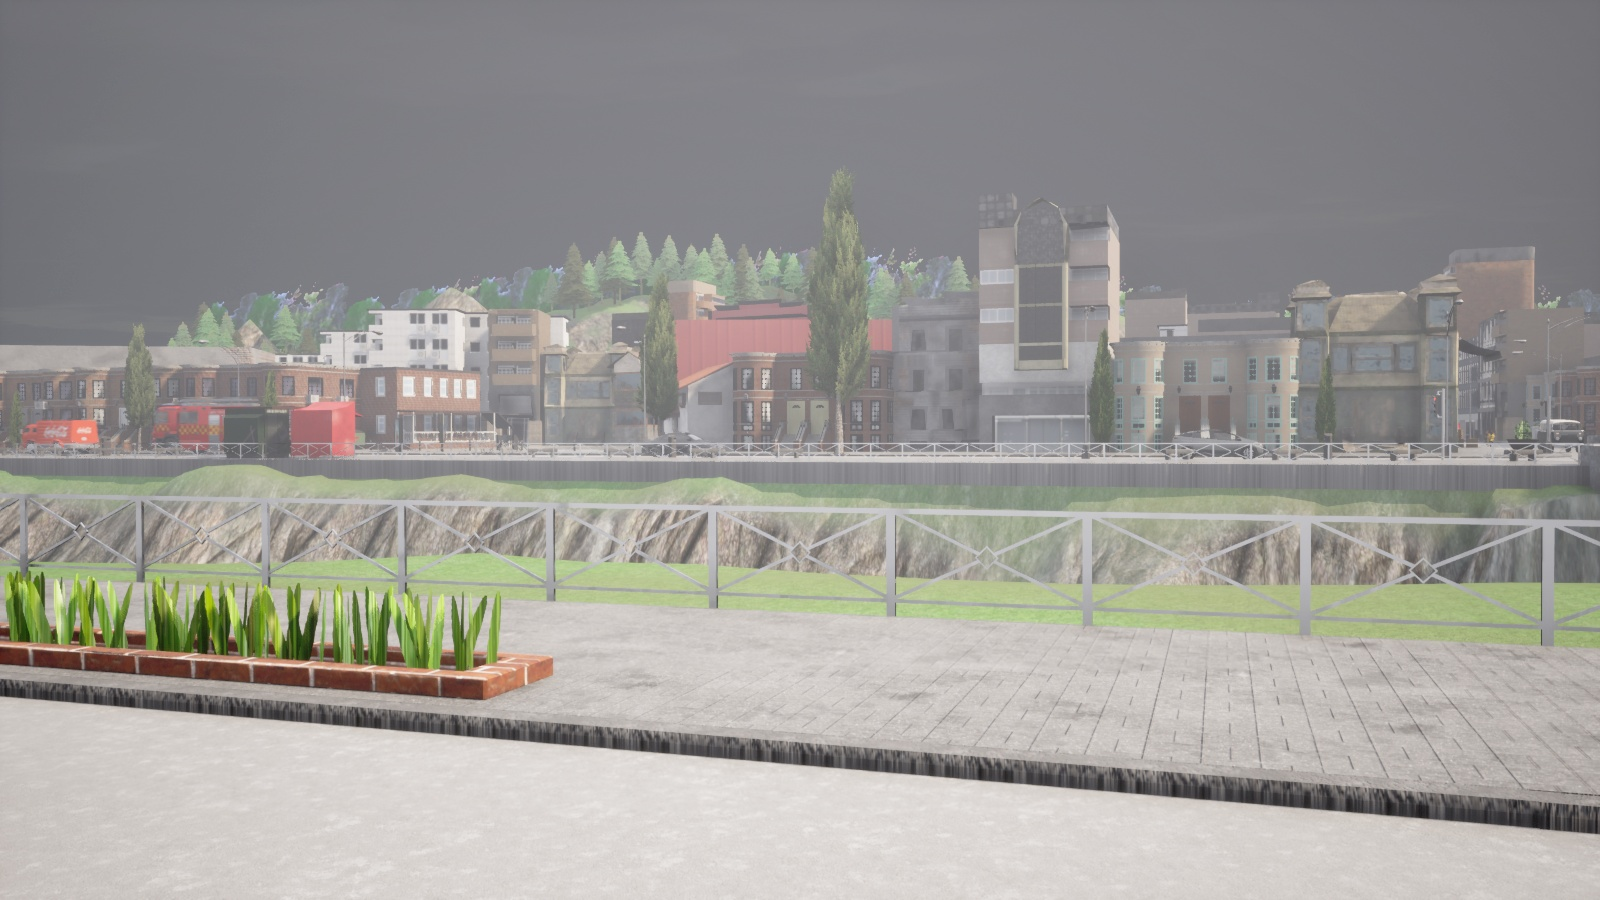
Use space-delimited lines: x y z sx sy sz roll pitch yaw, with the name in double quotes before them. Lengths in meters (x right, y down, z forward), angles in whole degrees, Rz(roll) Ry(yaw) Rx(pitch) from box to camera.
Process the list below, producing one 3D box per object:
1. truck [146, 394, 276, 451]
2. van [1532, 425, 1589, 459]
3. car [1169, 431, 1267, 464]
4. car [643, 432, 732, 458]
"truck" -40.635 -1.879 86.677 8.468 3.827 2.891 1 1 19
"van" 46.871 -0.514 77.460 2.069 2.038 4.480 1 1 19
"car" 20.593 -0.141 61.907 4.514 1.525 2.007 1 1 19
"car" -6.342 -0.308 70.956 4.674 1.442 1.812 1 1 19
